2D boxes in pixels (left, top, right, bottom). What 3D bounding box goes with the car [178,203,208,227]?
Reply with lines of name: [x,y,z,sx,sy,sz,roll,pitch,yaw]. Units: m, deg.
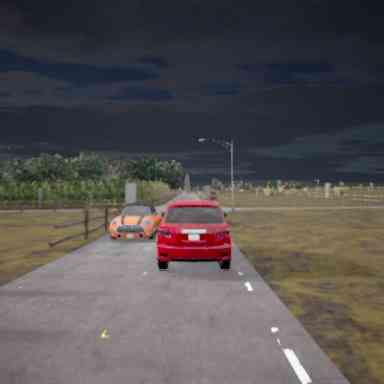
car: [0.063,1.611,25.077,2.033,1.411,5.357,0,0,0]

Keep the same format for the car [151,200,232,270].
car: [0.067,1.291,11.487,2.150,2.045,5.566,0,0,0]

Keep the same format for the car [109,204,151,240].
car: [-2.831,1.431,17.425,2.097,1.767,4.553,0,0,0]
